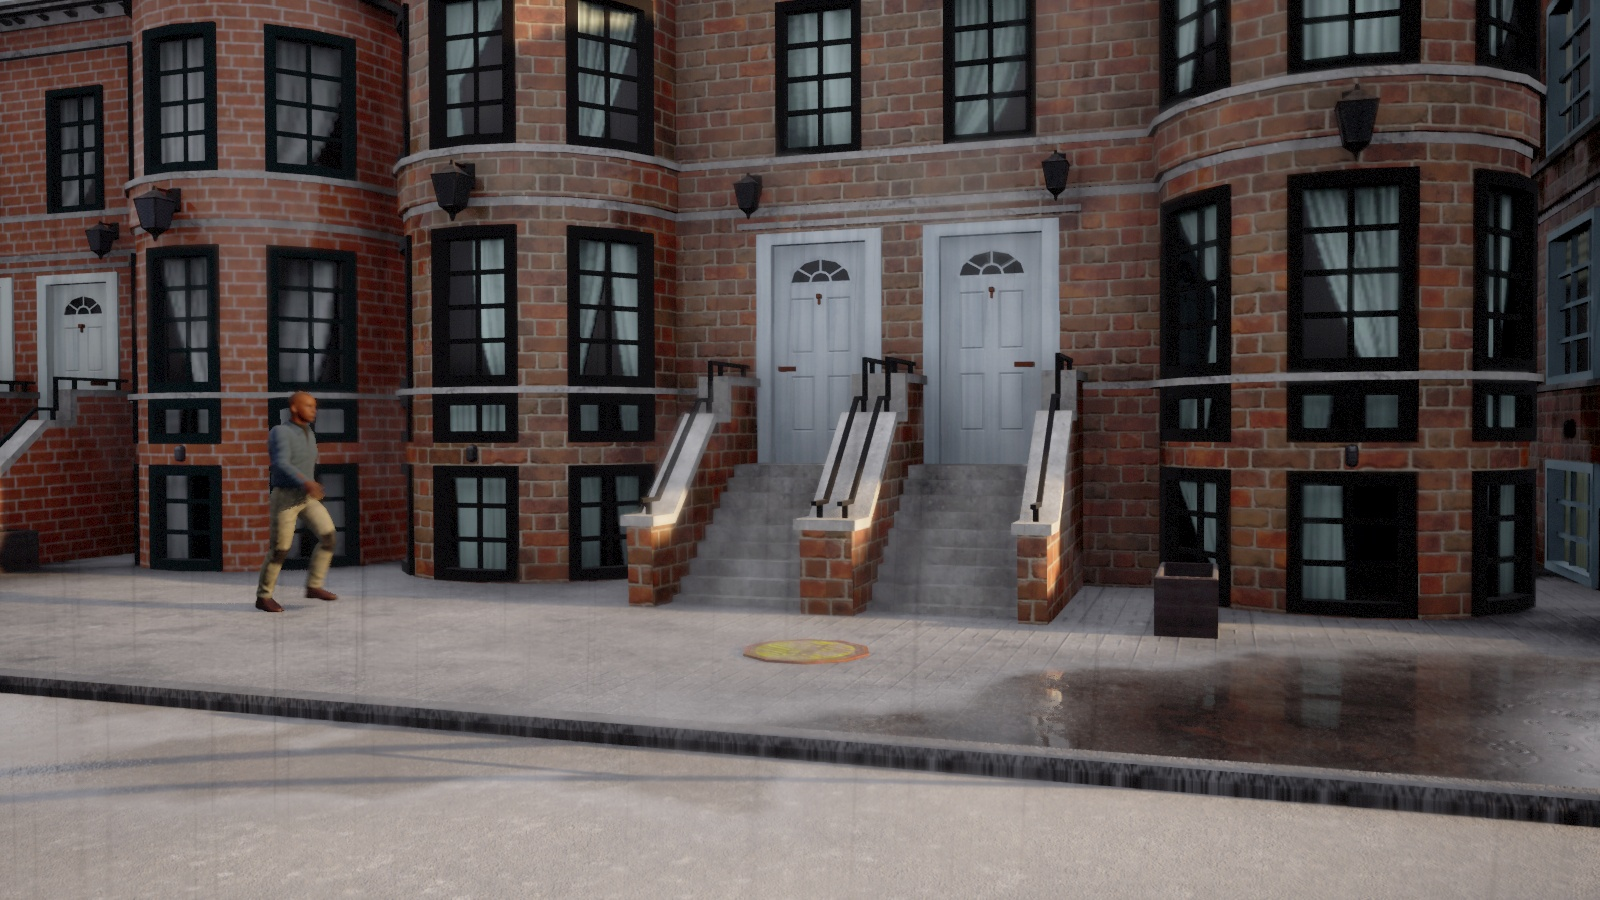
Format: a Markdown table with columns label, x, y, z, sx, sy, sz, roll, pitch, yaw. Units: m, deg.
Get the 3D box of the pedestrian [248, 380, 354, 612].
| label | x | y | z | sx | sy | sz | roll | pitch | yaw |
| --- | --- | --- | --- | --- | --- | --- | --- | --- | --- |
| pedestrian | -4.047 | 0.358 | 10.193 | 0.726 | 1.835 | 0.370 | 1 | 1 | 18 |
